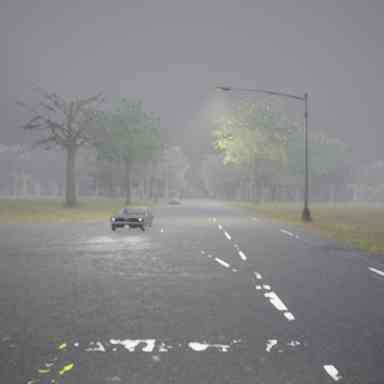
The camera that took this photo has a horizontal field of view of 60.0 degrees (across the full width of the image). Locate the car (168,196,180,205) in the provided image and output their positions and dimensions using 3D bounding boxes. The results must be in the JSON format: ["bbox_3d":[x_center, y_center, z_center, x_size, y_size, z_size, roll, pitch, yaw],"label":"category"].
[{"bbox_3d":[-3.363,1.569,61.723,2.097,1.767,4.553,0,0,0],"label":"car"}]

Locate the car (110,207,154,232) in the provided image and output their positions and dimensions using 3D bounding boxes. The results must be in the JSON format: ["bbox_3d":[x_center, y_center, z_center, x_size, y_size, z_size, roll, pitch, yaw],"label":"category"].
[{"bbox_3d":[-3.422,1.549,19.657,1.895,1.301,4.718,1,-1,0],"label":"car"}]
